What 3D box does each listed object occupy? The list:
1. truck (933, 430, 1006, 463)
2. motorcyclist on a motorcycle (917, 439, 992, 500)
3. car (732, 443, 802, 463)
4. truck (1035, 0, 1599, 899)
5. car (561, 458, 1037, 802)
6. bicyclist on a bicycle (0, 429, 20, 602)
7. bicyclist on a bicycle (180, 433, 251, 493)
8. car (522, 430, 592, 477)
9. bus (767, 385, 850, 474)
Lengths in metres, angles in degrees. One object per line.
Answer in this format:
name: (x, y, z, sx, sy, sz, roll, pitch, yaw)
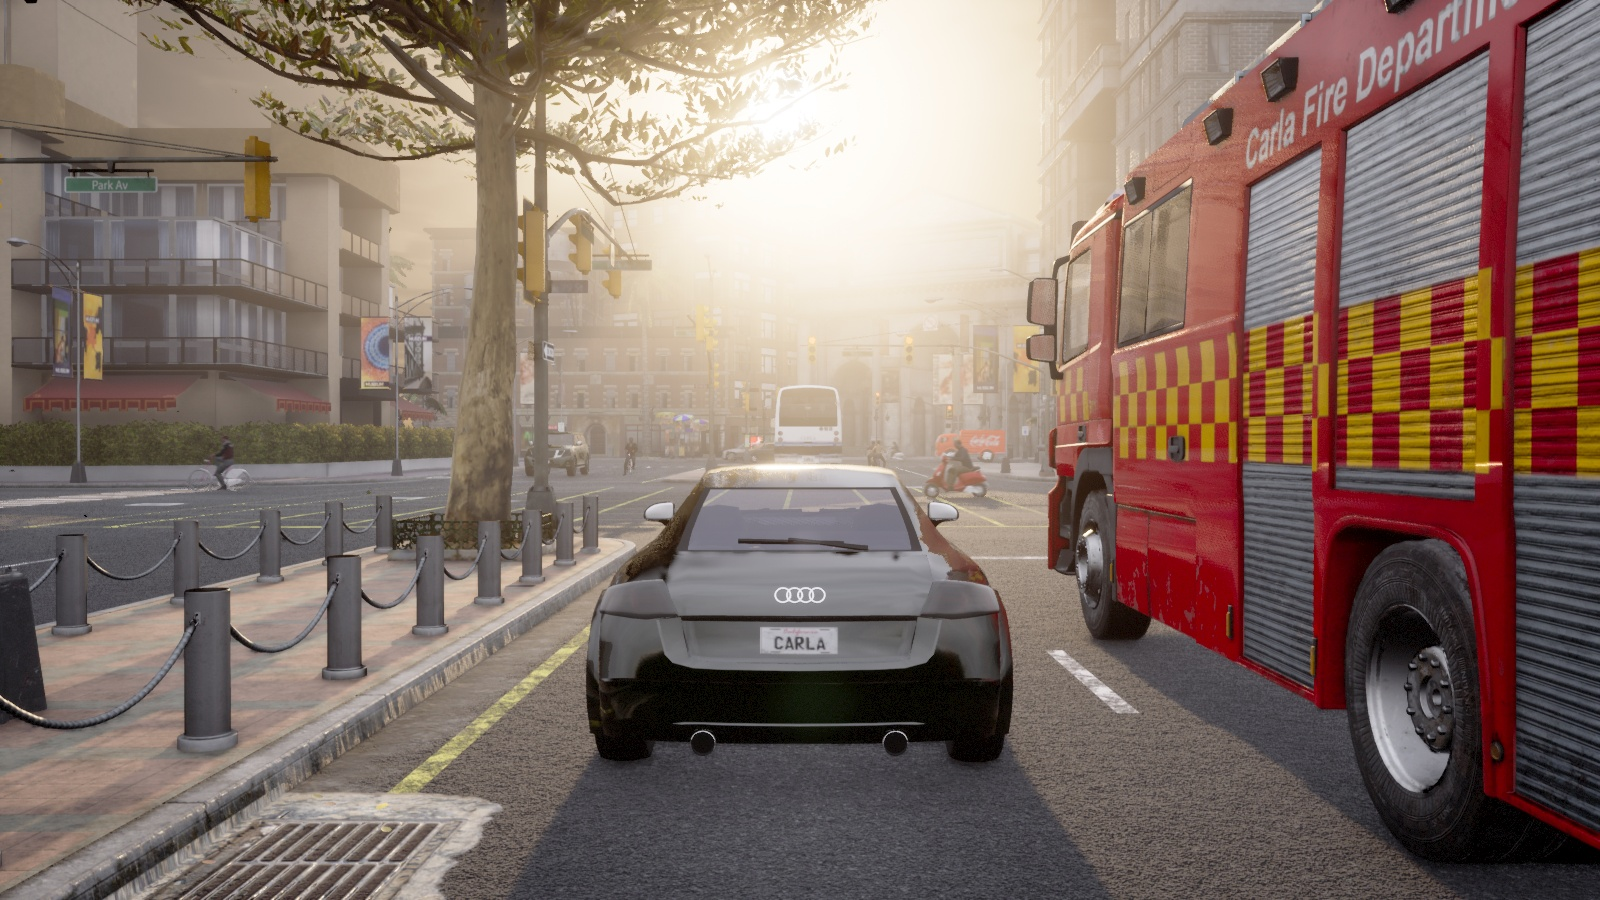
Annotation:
truck: (12.855, -0.272, 95.676, 5.204, 2.467, 2.627, 0, 0, 1)
motorcyclist on a motorcycle: (4.144, 0.513, 33.760, 1.817, 1.590, 0.866, 0, 1, -9)
car: (-2.494, 0.217, 94.372, 4.892, 1.490, 1.837, 0, 0, -20)
truck: (3.562, -0.456, 7.201, 2.891, 3.827, 8.468, 0, 0, 0)
car: (0.005, 0.769, 7.352, 1.994, 1.385, 4.181, 0, 0, 0)
bicyclist on a bicycle: (-7.893, 0.613, 11.236, 0.866, 1.612, 1.509, 0, 0, 1)
bicyclist on a bicycle: (-17.544, 0.390, 37.711, 1.843, 1.776, 0.659, 0, 0, 0)
car: (-11.115, 0.130, 57.873, 2.150, 2.045, 5.566, 0, 0, 0)
bus: (0.433, -0.997, 65.120, 3.944, 4.253, 10.273, 0, 0, 0)
